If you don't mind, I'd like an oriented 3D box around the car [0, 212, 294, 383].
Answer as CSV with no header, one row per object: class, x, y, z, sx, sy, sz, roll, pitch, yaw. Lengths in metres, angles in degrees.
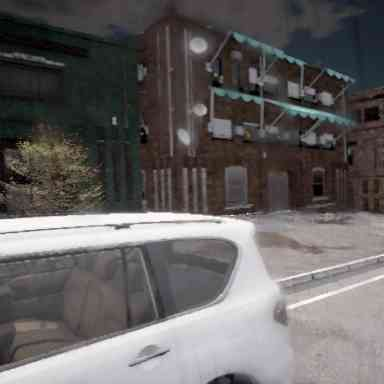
car,-1.683,1.229,2.236,5.566,2.045,2.150,0,0,-36
